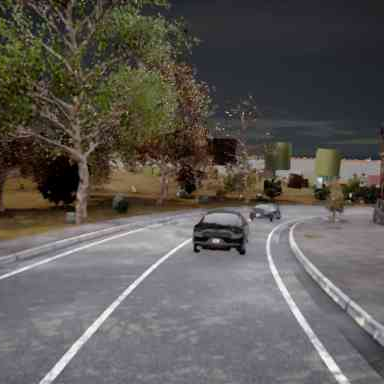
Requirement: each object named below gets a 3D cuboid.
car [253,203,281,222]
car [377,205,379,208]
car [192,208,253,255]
[{"bbox_3d":[6.052,1.621,27.324,1.812,1.442,4.674,3,1,26],"label":"car"},{"bbox_3d":[37.508,2.766,64.039,4.902,1.511,2.128,3,3,-38],"label":"car"},{"bbox_3d":[1.317,1.486,13.504,1.882,1.535,5.008,1,0,12],"label":"car"}]
